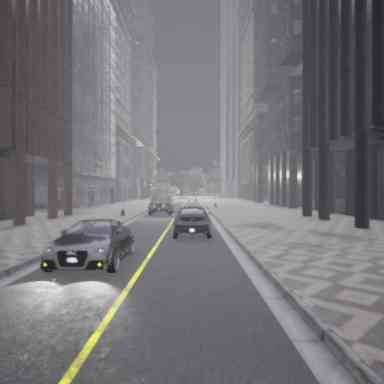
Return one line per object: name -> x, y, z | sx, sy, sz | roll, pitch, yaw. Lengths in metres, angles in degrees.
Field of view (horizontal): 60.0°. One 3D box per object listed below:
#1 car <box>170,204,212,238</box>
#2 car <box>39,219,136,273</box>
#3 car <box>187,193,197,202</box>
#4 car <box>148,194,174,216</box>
car -> 0.009, 1.512, 17.826 | 1.837, 1.490, 4.892 | 0, 0, 0
car -> -3.072, 1.566, 10.583 | 1.994, 1.385, 4.181 | 0, 0, 1
car -> 0.041, 1.200, 77.131 | 2.150, 2.045, 5.566 | 0, 0, 0
car -> -2.999, 1.228, 33.144 | 2.150, 2.045, 5.566 | 0, 0, 1
